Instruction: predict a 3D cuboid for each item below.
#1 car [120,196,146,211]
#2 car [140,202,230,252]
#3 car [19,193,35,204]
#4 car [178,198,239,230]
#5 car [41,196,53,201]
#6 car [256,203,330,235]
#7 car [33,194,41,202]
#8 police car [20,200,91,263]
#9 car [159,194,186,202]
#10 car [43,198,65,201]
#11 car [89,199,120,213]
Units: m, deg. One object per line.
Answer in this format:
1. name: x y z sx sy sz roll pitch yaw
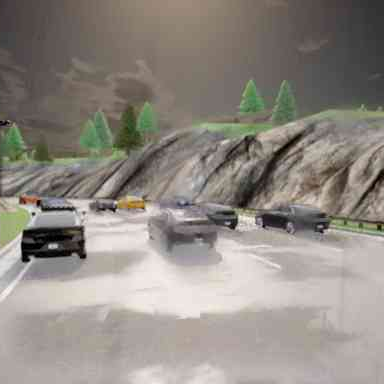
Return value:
1. car: -6.548 1.194 35.754 1.882 1.535 5.008 0 0 -29
2. car: -0.543 1.386 13.498 2.128 1.511 4.902 0 0 -18
3. car: -25.119 0.929 51.156 2.097 1.767 4.553 0 1 -38
4. car: 0.996 1.355 19.528 1.837 1.490 4.892 0 1 -21
5. car: -10.346 1.269 25.586 1.882 1.535 5.008 0 0 -26
6. car: 5.268 1.370 18.061 1.837 1.490 4.892 0 0 -20
7. car: -18.148 1.223 41.565 1.994 1.385 4.181 0 1 -35
8. police car: -4.800 1.327 11.959 1.930 1.638 5.238 0 0 -19
9. car: -1.891 1.085 34.430 2.097 1.767 4.553 0 1 -27
10. car: -8.062 1.338 20.516 1.837 1.490 4.892 0 0 -23
11. car: -8.873 1.337 32.795 1.895 1.301 4.718 0 0 -28
